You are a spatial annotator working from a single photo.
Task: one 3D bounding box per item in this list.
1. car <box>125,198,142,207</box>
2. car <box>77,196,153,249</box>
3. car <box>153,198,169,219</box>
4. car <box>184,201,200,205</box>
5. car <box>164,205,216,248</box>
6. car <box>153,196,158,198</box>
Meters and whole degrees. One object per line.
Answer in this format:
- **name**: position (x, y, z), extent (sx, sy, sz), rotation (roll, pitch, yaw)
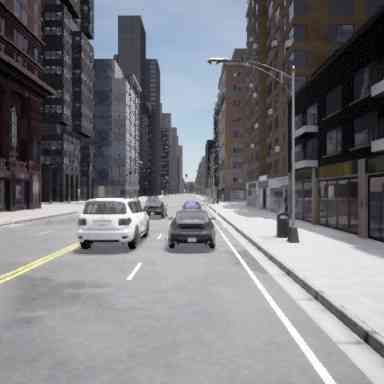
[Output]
- **car**: position (-9.750, 1.646, 55.651), extent (1.994, 1.385, 4.181), rotation (0, 0, 0)
- **car**: position (-3.250, 1.258, 14.680), extent (2.150, 2.045, 5.566), rotation (0, 0, 0)
- **car**: position (-3.250, 1.528, 29.651), extent (1.837, 1.490, 4.892), rotation (0, 0, 0)
- **car**: position (0.000, 1.545, 29.651), extent (1.812, 1.442, 4.674), rotation (0, 0, 0)
- **car**: position (0.000, 1.517, 14.650), extent (1.837, 1.490, 4.892), rotation (0, 0, 0)
- **car**: position (-6.500, 1.451, 55.681), extent (2.097, 1.767, 4.553), rotation (0, 0, 0)
